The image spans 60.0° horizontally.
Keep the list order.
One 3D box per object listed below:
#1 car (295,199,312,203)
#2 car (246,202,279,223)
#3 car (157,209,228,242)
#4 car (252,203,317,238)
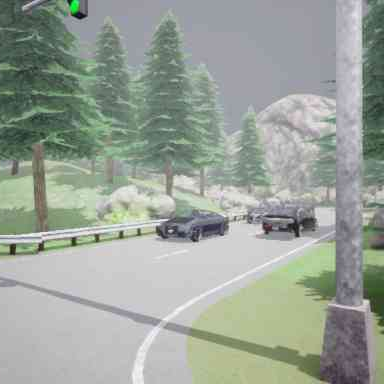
[{"bbox_3d":[11.220,1.520,33.591,1.837,1.490,4.892,0,0,27],"label":"car"},{"bbox_3d":[5.721,1.507,24.980,2.128,1.511,4.902,0,0,34],"label":"car"},{"bbox_3d":[0.156,1.579,16.737,1.994,1.385,4.181,0,0,34],"label":"car"},{"bbox_3d":[5.391,1.562,18.041,2.128,1.511,4.902,0,-1,34],"label":"car"}]
